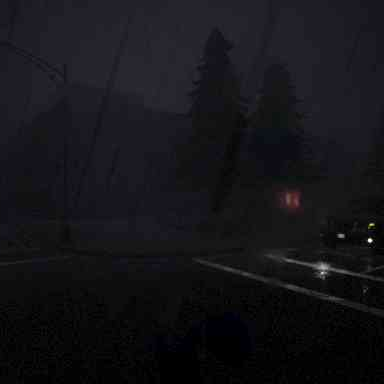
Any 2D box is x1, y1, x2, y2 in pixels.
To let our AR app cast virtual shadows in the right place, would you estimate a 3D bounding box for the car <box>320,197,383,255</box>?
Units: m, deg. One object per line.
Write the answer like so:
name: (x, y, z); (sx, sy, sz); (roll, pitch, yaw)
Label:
car: (7.649, 1.247, 13.771); (5.566, 2.045, 2.150); (0, 0, -37)
